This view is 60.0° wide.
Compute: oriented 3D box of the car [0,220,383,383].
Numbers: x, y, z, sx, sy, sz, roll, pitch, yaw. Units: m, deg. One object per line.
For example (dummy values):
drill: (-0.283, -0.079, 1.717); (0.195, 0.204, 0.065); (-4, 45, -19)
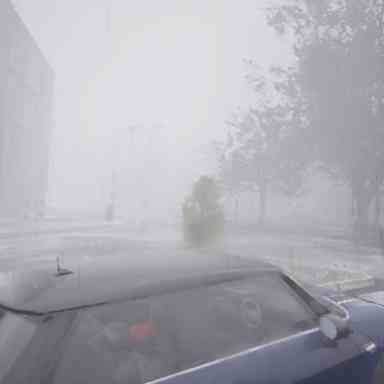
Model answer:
car: (0.211, 1.360, 3.186); (4.553, 1.767, 2.097); (1, 0, -34)

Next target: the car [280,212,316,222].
car: (16.506, 3.879, 51.862); (5.357, 1.411, 2.033); (4, -2, -9)
